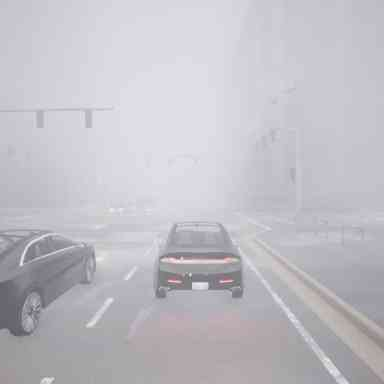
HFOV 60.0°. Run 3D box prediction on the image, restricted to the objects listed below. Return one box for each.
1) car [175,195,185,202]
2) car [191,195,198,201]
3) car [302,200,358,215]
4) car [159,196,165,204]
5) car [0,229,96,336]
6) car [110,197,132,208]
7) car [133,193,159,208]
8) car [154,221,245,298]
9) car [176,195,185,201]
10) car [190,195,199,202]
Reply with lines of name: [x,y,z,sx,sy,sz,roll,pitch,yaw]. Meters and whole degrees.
car: [-2.937,1.497,75.743,1.837,1.490,4.892,0,0,0]
car: [0.636,1.461,85.419,1.882,1.535,5.008,0,0,0]
car: [13.456,1.492,32.929,5.357,1.411,2.033,0,0,0]
car: [-6.631,1.492,59.649,2.128,1.511,4.902,0,0,1]
car: [-3.396,1.492,6.649,2.128,1.511,4.902,0,0,1]
car: [-10.249,1.564,47.117,1.994,1.385,4.181,0,0,0]
car: [-6.721,1.221,49.435,2.150,2.045,5.566,0,0,2]
car: [0.139,1.492,8.467,2.128,1.511,4.902,0,0,0]
car: [-2.864,1.523,85.445,2.033,1.411,5.357,0,0,0]
car: [0.568,1.593,76.374,1.895,1.301,4.718,0,0,0]
